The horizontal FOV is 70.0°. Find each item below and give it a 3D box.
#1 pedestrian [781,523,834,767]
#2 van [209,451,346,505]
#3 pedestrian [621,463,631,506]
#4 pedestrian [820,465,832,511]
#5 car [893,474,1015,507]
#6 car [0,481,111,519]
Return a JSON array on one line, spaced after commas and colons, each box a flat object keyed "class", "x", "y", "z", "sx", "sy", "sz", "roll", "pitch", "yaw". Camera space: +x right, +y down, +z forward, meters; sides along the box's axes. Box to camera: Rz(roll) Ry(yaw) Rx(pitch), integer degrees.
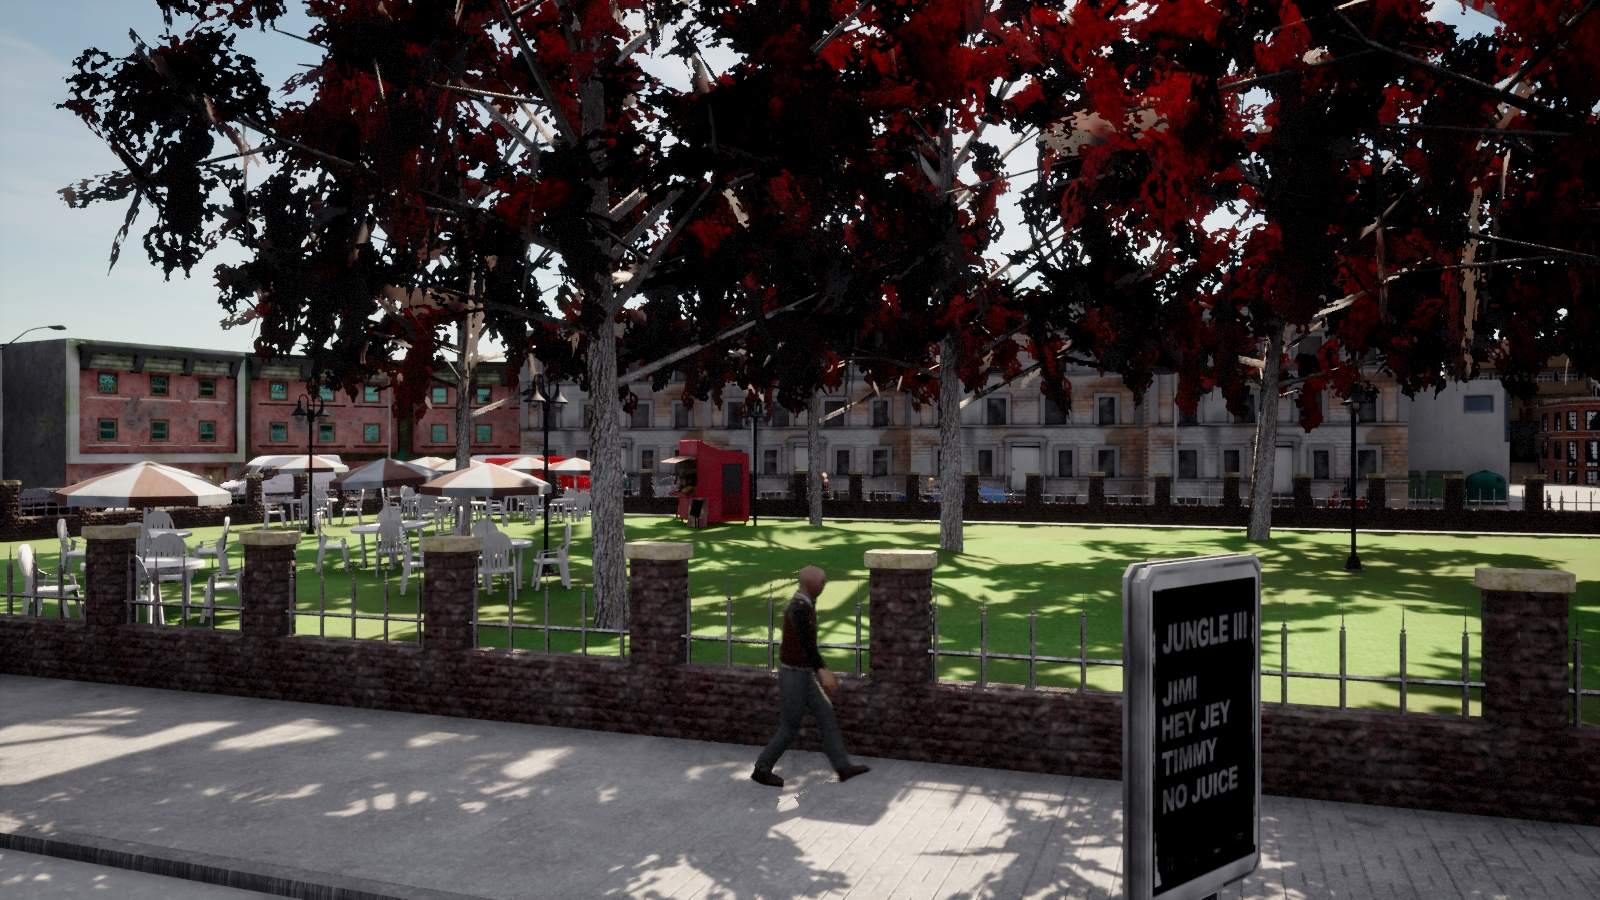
[{"class": "pedestrian", "x": 0.063, "y": 1.523, "z": 9.050, "sx": 0.375, "sy": 1.860, "sz": 0.375, "roll": 0, "pitch": 0, "yaw": 8}, {"class": "van", "x": -25.737, "y": 1.315, "z": 56.494, "sx": 1.988, "sy": 2.561, "sz": 5.915, "roll": 0, "pitch": 0, "yaw": 39}, {"class": "pedestrian", "x": -7.662, "y": 1.526, "z": 50.324, "sx": 0.375, "sy": 1.860, "sz": 0.375, "roll": 0, "pitch": 0, "yaw": 5}, {"class": "pedestrian", "x": 1.059, "y": 1.525, "z": 46.553, "sx": 0.375, "sy": 1.860, "sz": 0.375, "roll": 0, "pitch": 0, "yaw": 20}, {"class": "car", "x": 7.220, "y": 1.886, "z": 53.635, "sx": 5.357, "sy": 1.411, "sz": 2.033, "roll": 0, "pitch": 0, "yaw": 20}, {"class": "car", "x": -30.204, "y": 1.935, "z": 45.364, "sx": 1.895, "sy": 1.301, "sz": 4.718, "roll": 0, "pitch": 0, "yaw": 20}]
